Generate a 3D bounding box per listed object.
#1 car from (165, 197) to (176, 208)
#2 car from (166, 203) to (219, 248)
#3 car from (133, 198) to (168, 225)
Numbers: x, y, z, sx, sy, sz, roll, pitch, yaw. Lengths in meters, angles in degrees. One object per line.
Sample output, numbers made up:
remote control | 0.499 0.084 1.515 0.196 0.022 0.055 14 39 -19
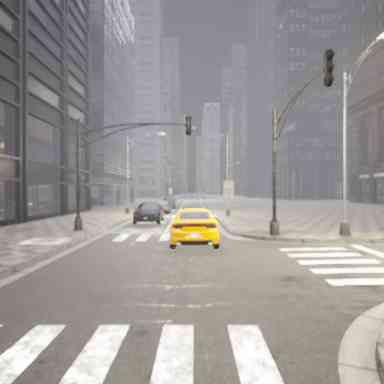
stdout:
car | -3.081 1.518 34.314 2.033 1.411 5.357 0 0 0
car | 0.097 1.449 14.561 1.882 1.535 5.008 0 0 0
car | -3.090 1.455 24.405 1.882 1.535 5.008 0 0 0
